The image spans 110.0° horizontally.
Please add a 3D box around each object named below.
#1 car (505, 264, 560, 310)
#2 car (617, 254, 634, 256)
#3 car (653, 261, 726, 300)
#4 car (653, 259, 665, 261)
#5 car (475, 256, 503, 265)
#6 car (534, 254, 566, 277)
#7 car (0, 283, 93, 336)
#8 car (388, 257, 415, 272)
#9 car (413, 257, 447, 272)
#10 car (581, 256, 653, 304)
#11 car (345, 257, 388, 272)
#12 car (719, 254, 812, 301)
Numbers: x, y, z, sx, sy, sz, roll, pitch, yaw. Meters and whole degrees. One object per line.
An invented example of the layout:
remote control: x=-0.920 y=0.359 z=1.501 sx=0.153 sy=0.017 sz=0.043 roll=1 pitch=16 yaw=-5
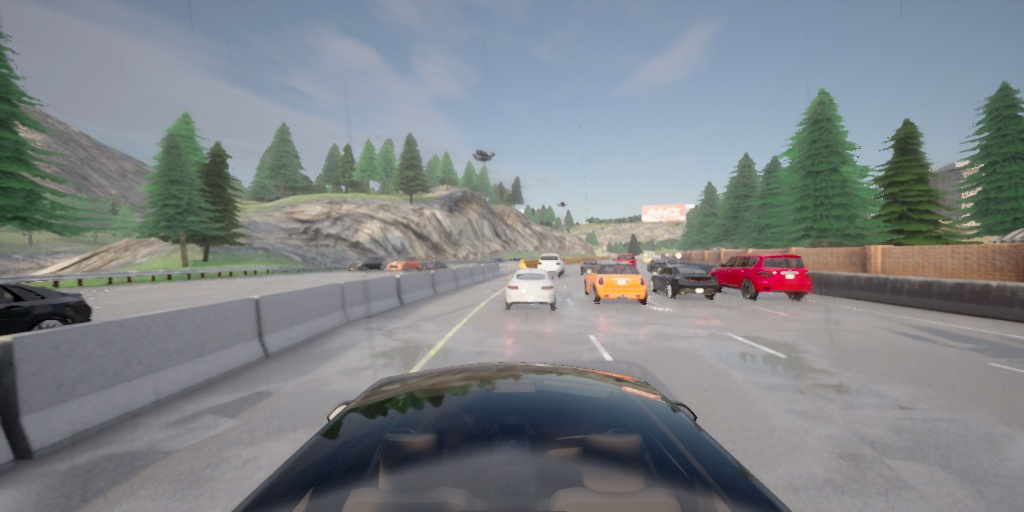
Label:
car: x=0.795 y=1.213 z=14.340 sx=1.812 sy=1.442 sz=4.674 roll=0 pitch=0 yaw=5
car: x=11.876 y=0.815 z=37.664 sx=2.150 sy=2.045 sz=5.566 roll=0 pitch=0 yaw=14
car: x=8.141 y=1.193 z=17.443 sx=1.837 sy=1.490 sz=4.892 roll=0 pitch=0 yaw=6
car: x=16.122 y=1.097 z=39.849 sx=1.837 sy=1.490 sz=4.892 roll=0 pitch=0 yaw=16
car: x=-3.343 y=1.050 z=48.819 sx=2.033 sy=1.411 sz=5.357 roll=0 pitch=0 yaw=17
car: x=3.795 y=0.816 z=33.929 sx=2.150 sy=2.045 sz=5.566 roll=0 pitch=0 yaw=12
car: x=-10.423 y=1.209 z=5.971 sx=1.837 sy=1.490 sz=4.892 roll=0 pitch=0 yaw=2
car: x=-12.536 y=0.869 z=41.620 sx=2.097 sy=1.767 sz=4.553 roll=0 pitch=0 yaw=14
car: x=-9.091 y=1.093 z=40.990 sx=1.994 sy=1.385 sz=4.181 roll=0 pitch=0 yaw=14
car: x=4.483 y=1.039 z=16.080 sx=2.097 sy=1.767 sz=4.553 roll=0 pitch=0 yaw=6
car: x=-16.468 y=0.869 z=40.161 sx=2.097 sy=1.767 sz=4.553 roll=0 pitch=0 yaw=13
car: x=11.607 y=0.919 z=17.240 sx=2.150 sy=2.045 sz=5.566 roll=0 pitch=0 yaw=7
